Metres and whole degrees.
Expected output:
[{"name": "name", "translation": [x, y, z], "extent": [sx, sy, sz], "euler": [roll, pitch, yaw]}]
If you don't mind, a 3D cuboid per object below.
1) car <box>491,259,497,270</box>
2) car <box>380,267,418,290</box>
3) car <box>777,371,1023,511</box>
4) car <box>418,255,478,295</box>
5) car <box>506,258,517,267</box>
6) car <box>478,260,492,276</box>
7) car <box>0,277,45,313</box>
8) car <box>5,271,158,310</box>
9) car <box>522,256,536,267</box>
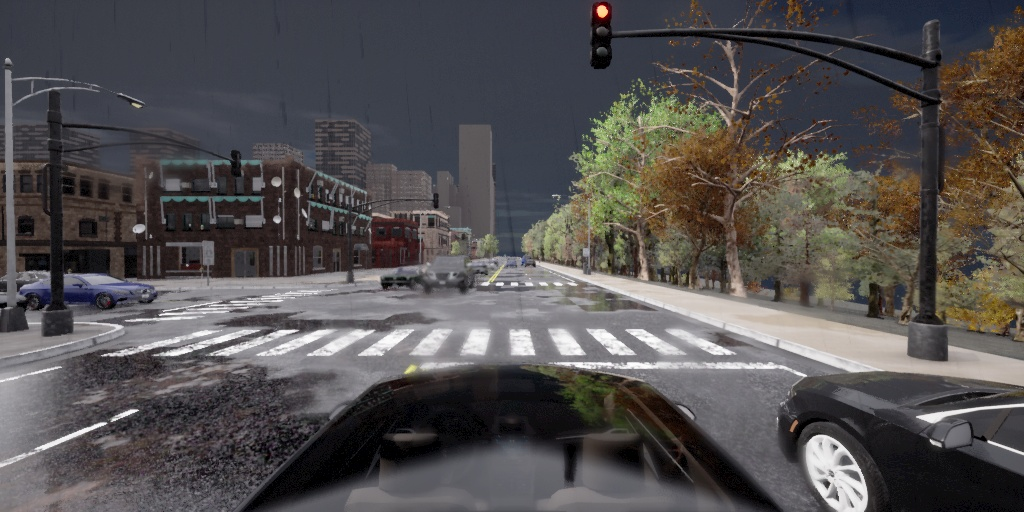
[{"name": "car", "translation": [-3.460, 1.334, 50.294], "extent": [1.895, 1.301, 4.718], "euler": [0, 0, 0]}, {"name": "car", "translation": [-6.650, 1.346, 22.564], "extent": [1.895, 1.301, 4.718], "euler": [0, 0, 0]}, {"name": "car", "translation": [3.366, 1.255, 1.255], "extent": [1.837, 1.490, 4.892], "euler": [0, 0, -2]}, {"name": "car", "translation": [-3.397, 0.970, 20.246], "extent": [2.150, 2.045, 5.566], "euler": [0, 0, 0]}, {"name": "car", "translation": [-0.047, 1.274, 63.953], "extent": [2.033, 1.411, 5.357], "euler": [0, 0, 0]}, {"name": "car", "translation": [-3.426, 1.302, 36.278], "extent": [1.994, 1.385, 4.181], "euler": [0, 0, 0]}, {"name": "car", "translation": [-19.973, 1.565, 12.631], "extent": [4.313, 1.339, 1.948], "euler": [0, 0, 0]}, {"name": "car", "translation": [-18.095, 1.476, 15.371], "extent": [4.674, 1.442, 1.812], "euler": [-1, 1, -1]}, {"name": "car", "translation": [3.203, 1.231, 63.655], "extent": [1.837, 1.490, 4.892], "euler": [0, 0, 0]}]
